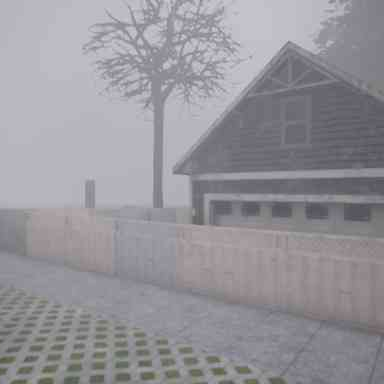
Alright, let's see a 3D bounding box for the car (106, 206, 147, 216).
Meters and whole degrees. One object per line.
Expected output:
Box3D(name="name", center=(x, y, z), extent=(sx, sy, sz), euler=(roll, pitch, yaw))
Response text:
Box3D(name="car", center=(-6.105, 1.896, 29.398), extent=(1.895, 1.301, 4.718), euler=(0, -1, 35))
